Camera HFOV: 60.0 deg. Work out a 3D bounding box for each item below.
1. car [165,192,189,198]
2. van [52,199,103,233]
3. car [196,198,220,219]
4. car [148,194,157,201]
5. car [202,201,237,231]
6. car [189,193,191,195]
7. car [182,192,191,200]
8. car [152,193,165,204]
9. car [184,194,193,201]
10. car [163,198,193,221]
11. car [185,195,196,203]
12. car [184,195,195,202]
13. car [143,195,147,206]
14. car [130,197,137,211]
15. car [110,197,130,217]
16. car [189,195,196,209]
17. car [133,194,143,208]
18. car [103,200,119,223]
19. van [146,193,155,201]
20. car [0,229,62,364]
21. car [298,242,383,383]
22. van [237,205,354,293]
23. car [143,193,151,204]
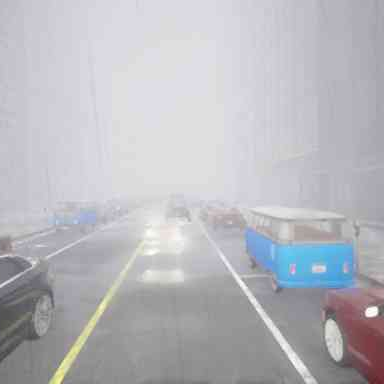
[{"bbox_3d":[-1.796,1.082,40.355,2.150,2.045,5.566,-1,0,-2],"label":"car"},{"bbox_3d":[-6.626,1.330,19.208,1.690,1.788,3.998,0,0,-3],"label":"van"},{"bbox_3d":[1.620,1.325,25.223,1.967,1.590,4.097,0,0,-3],"label":"car"},{"bbox_3d":[-9.583,1.314,80.585,1.752,1.417,4.829,0,0,-3],"label":"car"},{"bbox_3d":[1.890,1.449,19.629,1.887,1.381,4.507,0,0,-3],"label":"car"},{"bbox_3d":[0.002,1.337,58.798,1.947,1.339,4.313,0,0,-3],"label":"car"},{"bbox_3d":[-1.348,1.003,86.774,2.192,1.841,5.009,0,0,-3],"label":"car"},{"bbox_3d":[-5.831,1.329,60.059,1.837,1.490,4.892,-1,0,-3],"label":"car"},{"bbox_3d":[-0.808,1.160,75.584,1.967,1.590,4.097,0,0,-3],"label":"car"},{"bbox_3d":[-1.093,1.434,26.061,1.812,1.442,4.674,-1,0,-3],"label":"car"},{"bbox_3d":[-0.268,1.319,64.393,1.947,1.339,4.313,0,0,-3],"label":"car"},{"bbox_3d":[-0.538,1.287,69.988,2.008,1.369,4.403,0,0,-3],"label":"car"},{"bbox_3d":[-7.973,1.459,47.184,1.947,1.339,4.313,0,0,-3],"label":"car"},{"bbox_3d":[-7.434,1.497,35.994,1.947,1.339,4.313,0,0,-3],"label":"car"},{"bbox_3d":[-7.165,1.390,30.399,1.967,1.590,4.097,0,0,-3],"label":"car"},{"bbox_3d":[0.811,1.372,42.011,1.887,1.381,4.507,0,0,-3],"label":"car"},{"bbox_3d":[-7.704,1.352,41.589,1.967,1.590,4.097,0,0,-3],"label":"car"},{"bbox_3d":[-6.894,1.551,24.804,1.802,1.307,4.206,0,0,-3],"label":"car"},{"bbox_3d":[-9.323,1.146,75.159,1.690,1.788,3.998,0,0,-3],"label":"van"},{"bbox_3d":[-3.119,1.508,3.696,2.128,1.511,4.902,-1,0,-3],"label":"car"},{"bbox_3d":[2.699,1.507,2.841,1.887,1.381,4.507,0,0,-3],"label":"car"},{"bbox_3d":[2.428,1.284,8.436,1.690,1.788,3.998,0,0,-3],"label":"van"},{"bbox_3d":[-8.244,1.189,52.779,2.192,1.841,5.009,0,0,-3],"label":"car"}]
